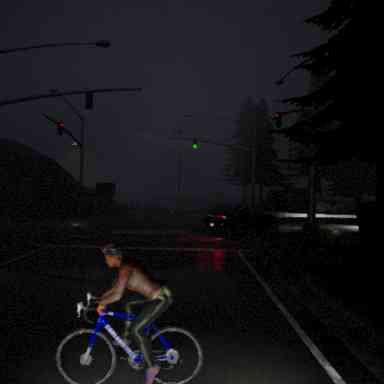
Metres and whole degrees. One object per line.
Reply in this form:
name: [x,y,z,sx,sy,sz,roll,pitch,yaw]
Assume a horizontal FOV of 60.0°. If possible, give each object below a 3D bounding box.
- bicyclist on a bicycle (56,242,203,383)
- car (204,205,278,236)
bicyclist on a bicycle: [-0.702,1.385,3.704,1.656,1.620,0.582,-1,1,0]
car: [2.850,1.462,18.378,4.902,1.511,2.128,1,1,-42]
